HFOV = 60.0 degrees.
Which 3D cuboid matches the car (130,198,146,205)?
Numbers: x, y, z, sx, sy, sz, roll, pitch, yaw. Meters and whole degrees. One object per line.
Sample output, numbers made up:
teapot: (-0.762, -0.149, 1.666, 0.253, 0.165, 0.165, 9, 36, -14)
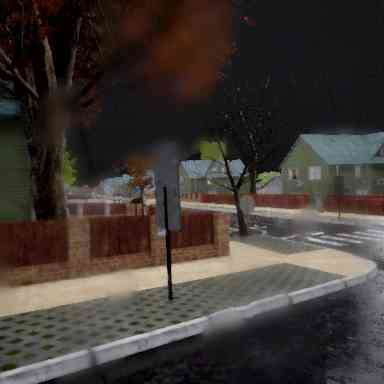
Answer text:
car: (-9.007, 1.751, 55.109, 1.837, 1.490, 4.892, -3, 1, -22)
